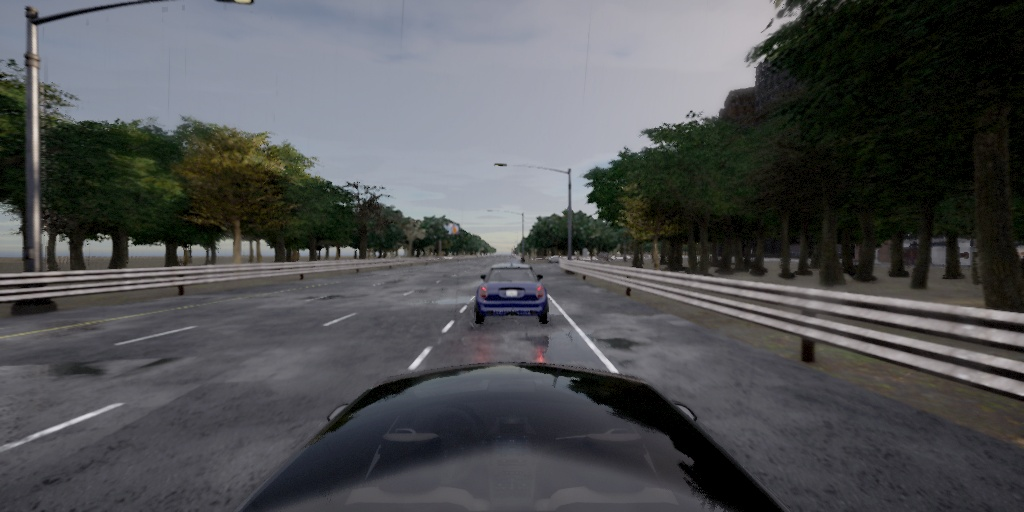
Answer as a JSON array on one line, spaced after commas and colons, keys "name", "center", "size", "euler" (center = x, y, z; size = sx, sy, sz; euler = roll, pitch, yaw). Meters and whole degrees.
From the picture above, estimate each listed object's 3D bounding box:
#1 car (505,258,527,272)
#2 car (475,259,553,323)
[{"name": "car", "center": [0.496, 1.023, 42.033], "size": [2.033, 1.411, 5.357], "euler": [0, 0, 6]}, {"name": "car", "center": [-0.009, 1.032, 12.005], "size": [2.097, 1.767, 4.553], "euler": [0, 0, 0]}]
